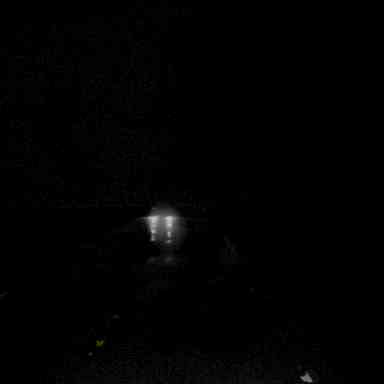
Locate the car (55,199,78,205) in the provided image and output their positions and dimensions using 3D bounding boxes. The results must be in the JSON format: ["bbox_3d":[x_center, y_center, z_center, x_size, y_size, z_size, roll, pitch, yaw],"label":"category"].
[{"bbox_3d":[-24.593,2.081,64.443,4.892,1.490,1.837,-1,0,0],"label":"car"}]

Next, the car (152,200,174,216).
[{"bbox_3d":[-2.853,1.541,32.927,1.812,1.442,4.674,0,0,0],"label":"car"}]
